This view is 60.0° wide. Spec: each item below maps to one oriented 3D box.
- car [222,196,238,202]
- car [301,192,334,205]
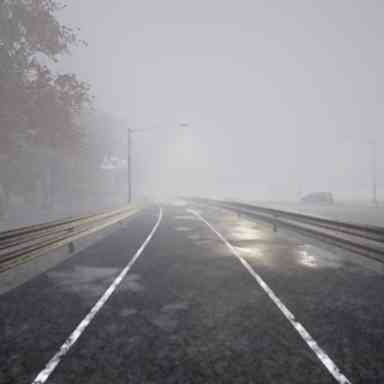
[{"bbox_3d":[8.874,1.590,78.072,1.895,1.301,4.718,0,0,-25],"label":"car"},{"bbox_3d":[20.135,1.016,53.515,2.150,2.045,5.566,0,0,-25],"label":"car"}]
